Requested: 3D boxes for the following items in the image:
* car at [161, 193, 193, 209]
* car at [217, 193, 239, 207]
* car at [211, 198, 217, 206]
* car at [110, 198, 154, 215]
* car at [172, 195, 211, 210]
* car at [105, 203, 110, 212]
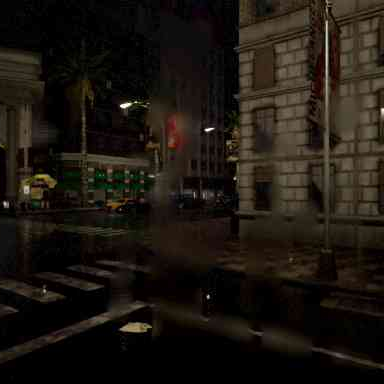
[{"bbox_3d":[-1.797,1.221,45.952,2.150,2.045,5.566,0,0,37],"label":"car"},{"bbox_3d":[6.772,1.221,50.718,5.566,2.045,2.150,0,0,-45],"label":"car"},{"bbox_3d":[4.886,1.352,53.644,4.553,1.767,2.097,0,0,-43],"label":"car"},{"bbox_3d":[-5.918,1.564,34.445,1.994,1.385,4.181,0,0,36],"label":"car"},{"bbox_3d":[-0.012,1.526,42.473,1.812,1.442,4.674,0,0,37],"label":"car"},{"bbox_3d":[-7.599,1.478,38.073,1.882,1.535,5.008,0,0,37],"label":"car"}]
